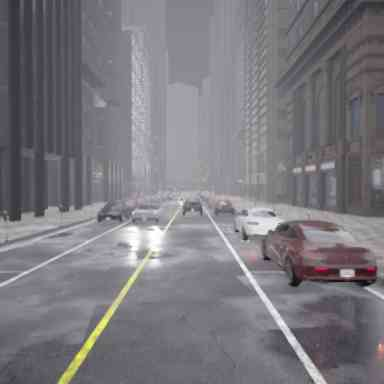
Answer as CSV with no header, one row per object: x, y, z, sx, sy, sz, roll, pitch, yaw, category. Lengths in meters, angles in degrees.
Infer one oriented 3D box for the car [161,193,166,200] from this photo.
-5.658,1.208,52.755,2.008,1.369,4.403,-1,0,0,car

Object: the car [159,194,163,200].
-5.661,1.241,47.130,1.887,1.381,4.507,-1,0,0,car

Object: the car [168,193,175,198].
-5.644,0.938,92.127,1.802,1.307,4.206,-1,0,0,car

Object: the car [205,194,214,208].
2.863,1.259,41.678,1.752,1.417,4.829,-1,0,0,car

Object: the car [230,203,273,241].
3.153,1.426,16.051,1.812,1.442,4.674,0,0,0,car

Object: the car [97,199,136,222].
-5.668,1.413,24.631,1.947,1.339,4.313,-1,0,0,car

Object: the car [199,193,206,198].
2.882,0.901,92.127,1.887,1.381,4.507,-1,0,0,car

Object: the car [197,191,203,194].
2.877,0.991,80.878,1.887,1.381,4.507,-1,0,0,car

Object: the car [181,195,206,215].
0.071,1.307,31.605,1.837,1.490,4.892,0,0,0,car

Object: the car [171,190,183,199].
-2.978,0.510,65.029,2.150,2.045,5.566,0,0,0,car

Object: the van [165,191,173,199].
-5.650,0.787,80.876,1.690,1.788,3.998,-1,0,0,van

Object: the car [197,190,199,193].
2.878,0.841,86.502,1.967,1.590,4.097,-1,0,0,car

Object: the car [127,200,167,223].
-3.092,1.453,23.783,1.895,1.301,4.718,0,0,0,car

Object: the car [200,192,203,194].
2.871,1.119,64.005,1.887,1.381,4.507,-1,0,0,car

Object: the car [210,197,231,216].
2.859,1.392,30.259,1.802,1.307,4.206,-1,0,0,car

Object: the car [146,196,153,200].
-5.665,1.318,35.881,1.887,1.381,4.507,-1,0,0,car

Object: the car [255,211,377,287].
3.151,1.469,9.051,1.812,1.442,4.674,0,0,0,car

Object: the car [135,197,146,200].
-5.667,1.356,30.257,1.887,1.381,4.507,-1,0,0,car

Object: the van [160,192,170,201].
-5.655,0.874,69.626,1.690,1.788,3.998,-1,0,0,van

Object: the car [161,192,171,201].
-5.654,1.126,64.004,2.008,1.369,4.403,-1,0,0,car

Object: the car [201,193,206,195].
2.867,1.207,52.757,2.008,1.369,4.403,-1,0,0,car

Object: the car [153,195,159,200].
-5.663,1.280,41.506,1.887,1.381,4.507,-1,0,0,car

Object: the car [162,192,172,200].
-5.652,0.930,75.253,1.967,1.590,4.097,-1,0,0,car
